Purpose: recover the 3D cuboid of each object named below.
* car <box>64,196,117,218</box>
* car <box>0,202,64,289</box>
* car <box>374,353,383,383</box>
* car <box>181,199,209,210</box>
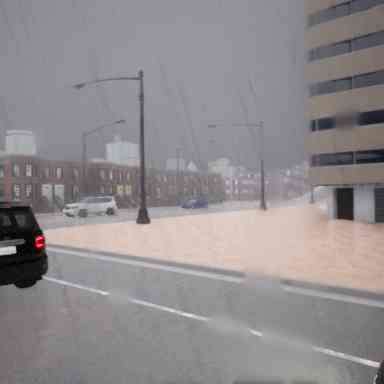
[{"bbox_3d":[-10.158,1.495,33.675,2.150,2.045,5.566,-1,-1,37],"label":"car"},{"bbox_3d":[-5.763,1.253,8.053,5.566,2.045,2.150,0,0,36],"label":"car"},{"bbox_3d":[3.532,1.506,1.479,4.892,1.490,1.837,0,0,35],"label":"car"},{"bbox_3d":[0.450,1.743,47.842,1.882,1.535,5.008,-1,-1,37],"label":"car"}]
